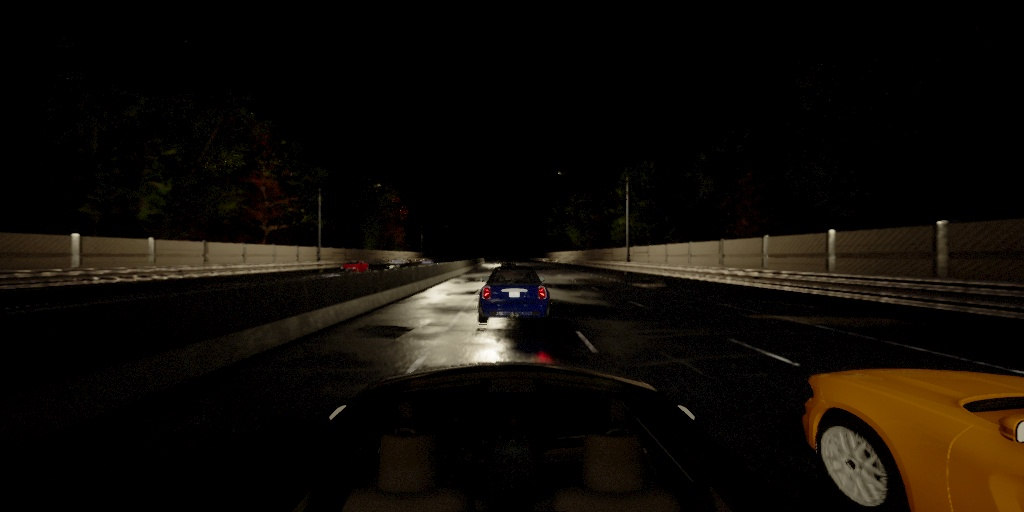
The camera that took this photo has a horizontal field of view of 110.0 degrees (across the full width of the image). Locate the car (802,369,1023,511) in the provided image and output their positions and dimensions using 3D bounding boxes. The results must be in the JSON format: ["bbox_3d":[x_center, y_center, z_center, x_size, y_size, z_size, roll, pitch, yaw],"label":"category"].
[{"bbox_3d":[3.593,1.227,1.213,1.882,1.535,5.008,0,0,0],"label":"car"}]

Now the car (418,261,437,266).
[{"bbox_3d":[-11.221,1.311,48.140,2.033,1.411,5.357,0,0,-1],"label":"car"}]

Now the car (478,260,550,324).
[{"bbox_3d":[0.052,1.106,12.193,2.097,1.767,4.553,0,0,0],"label":"car"}]

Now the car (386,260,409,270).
[{"bbox_3d":[-14.671,1.254,46.096,2.128,1.511,4.902,0,0,-1],"label":"car"}]

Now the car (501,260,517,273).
[{"bbox_3d":[-0.445,1.270,44.253,1.837,1.490,4.892,0,0,-1],"label":"car"}]

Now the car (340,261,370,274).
[{"bbox_3d":[-18.071,1.285,41.456,1.812,1.442,4.674,0,0,-1],"label":"car"}]

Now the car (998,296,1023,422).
[{"bbox_3d":[7.092,1.254,2.104,1.837,1.490,4.892,0,0,0],"label":"car"}]
